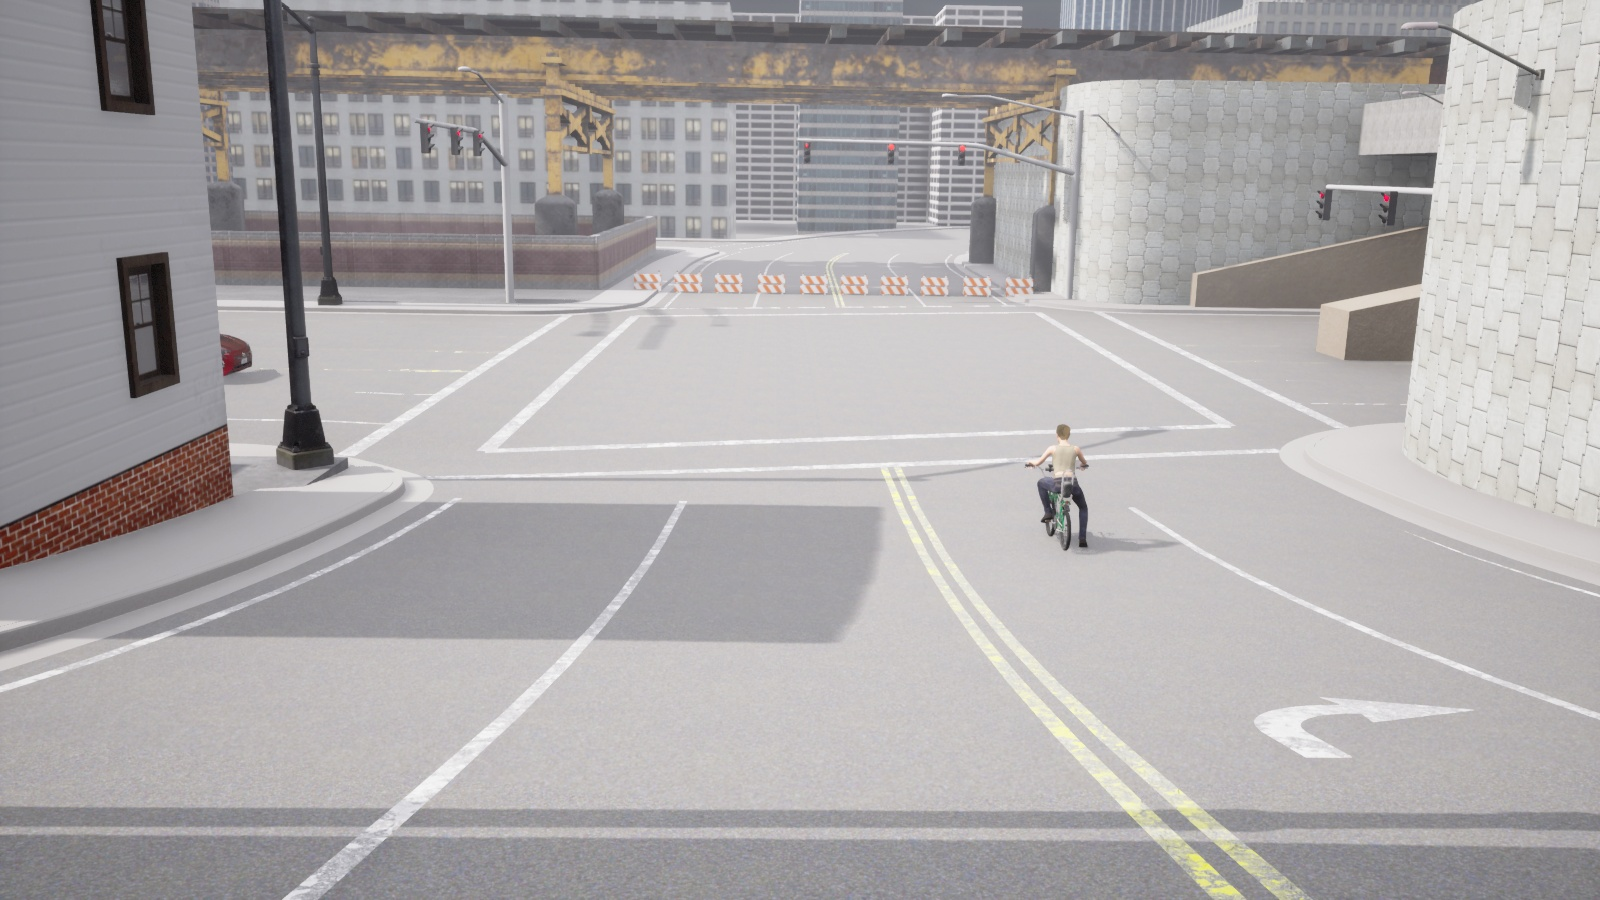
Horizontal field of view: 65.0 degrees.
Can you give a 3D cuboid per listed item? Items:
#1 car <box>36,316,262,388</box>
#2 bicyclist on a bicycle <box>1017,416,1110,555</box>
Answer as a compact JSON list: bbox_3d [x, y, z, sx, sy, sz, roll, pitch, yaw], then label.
[{"bbox_3d":[-16.292,-2.488,31.639,4.514,1.525,2.007,0,12,0],"label":"car"},{"bbox_3d":[3.448,0.432,16.595,0.866,1.612,1.509,0,7,0],"label":"bicyclist on a bicycle"}]
